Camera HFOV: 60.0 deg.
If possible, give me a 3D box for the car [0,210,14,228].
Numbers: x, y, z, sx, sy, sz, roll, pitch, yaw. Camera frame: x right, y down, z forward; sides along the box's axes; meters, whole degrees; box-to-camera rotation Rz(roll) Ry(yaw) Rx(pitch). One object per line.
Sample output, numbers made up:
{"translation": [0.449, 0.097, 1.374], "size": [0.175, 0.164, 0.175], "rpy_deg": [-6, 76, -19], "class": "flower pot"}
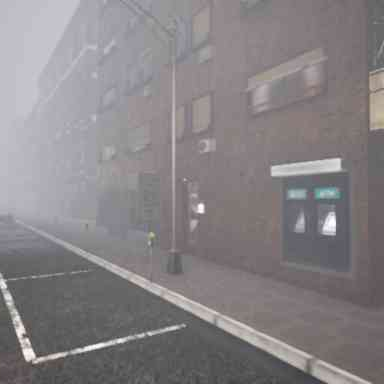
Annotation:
{"translation": [-15.070, 2.117, 26.192], "size": [2.008, 1.369, 4.403], "rpy_deg": [2, -2, -33], "class": "car"}
